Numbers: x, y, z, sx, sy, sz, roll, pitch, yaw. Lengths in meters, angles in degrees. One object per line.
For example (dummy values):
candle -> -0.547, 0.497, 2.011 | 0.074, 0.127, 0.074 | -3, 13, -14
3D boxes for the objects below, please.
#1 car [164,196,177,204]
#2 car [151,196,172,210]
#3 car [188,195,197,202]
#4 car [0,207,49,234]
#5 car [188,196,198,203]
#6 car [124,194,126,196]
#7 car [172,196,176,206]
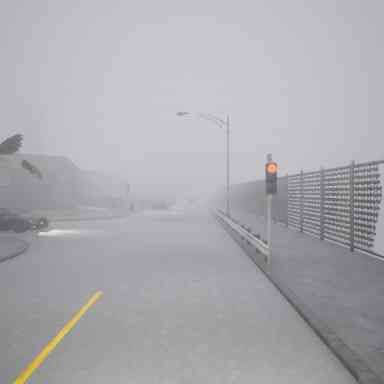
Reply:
car -> -4.005, 1.547, 62.975 | 2.033, 1.411, 5.357 | 0, 0, 0
car -> -4.062, 1.478, 42.801 | 1.882, 1.535, 5.008 | 0, 0, 0
car -> 0.066, 1.540, 78.648 | 2.033, 1.411, 5.357 | 0, 0, 0
car -> -10.369, 1.564, 18.844 | 4.181, 1.385, 1.994 | 0, 0, 6
car -> 0.161, 1.547, 68.020 | 2.033, 1.411, 5.357 | 0, 0, -1
car -> -17.212, 1.134, 78.245 | 3.633, 1.501, 1.845 | 0, 0, 0
car -> -4.047, 1.505, 52.519 | 1.837, 1.490, 4.892 | 0, 0, 0
